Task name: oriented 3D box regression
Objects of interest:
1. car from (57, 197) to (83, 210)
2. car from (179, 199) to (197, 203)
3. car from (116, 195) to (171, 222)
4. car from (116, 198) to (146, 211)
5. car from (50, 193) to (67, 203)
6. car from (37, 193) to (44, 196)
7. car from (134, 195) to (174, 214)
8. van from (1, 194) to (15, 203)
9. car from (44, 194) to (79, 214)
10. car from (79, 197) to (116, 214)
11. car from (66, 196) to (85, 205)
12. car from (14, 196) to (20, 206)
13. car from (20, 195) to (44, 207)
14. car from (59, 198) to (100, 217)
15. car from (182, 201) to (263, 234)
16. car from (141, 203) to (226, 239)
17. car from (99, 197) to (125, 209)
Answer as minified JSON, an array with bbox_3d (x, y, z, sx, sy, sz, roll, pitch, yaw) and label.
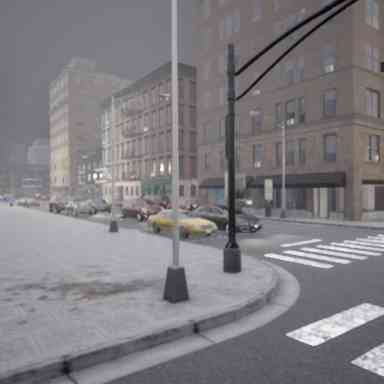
[{"bbox_3d":[-15.870,1.444,42.989,1.882,1.535,5.008,-1,0,-36],"label":"car"},{"bbox_3d":[-0.869,1.367,31.549,1.967,1.590,4.097,-1,0,-36],"label":"car"},{"bbox_3d":[-3.932,1.322,26.425,2.097,1.767,4.553,-1,0,-36],"label":"car"},{"bbox_3d":[-7.514,1.491,40.719,1.947,1.339,4.313,-1,0,-36],"label":"car"},{"bbox_3d":[-27.453,1.236,68.223,2.192,1.841,5.009,-1,0,-36],"label":"car"},{"bbox_3d":[-34.097,1.487,77.393,1.947,1.339,4.313,-1,0,-36],"label":"car"},{"bbox_3d":[-4.193,1.241,36.133,2.192,1.841,5.009,-1,0,-36],"label":"car"},{"bbox_3d":[-37.273,1.324,68.099,1.690,1.788,3.998,-1,0,-36],"label":"van"},{"bbox_3d":[-14.014,1.302,36.009,2.192,1.841,5.009,-1,0,-36],"label":"car"},{"bbox_3d":[-9.851,1.473,34.608,1.837,1.490,4.892,-1,0,-36],"label":"car"},{"bbox_3d":[-20.806,1.473,59.056,2.008,1.369,4.403,-1,0,-36],"label":"car"},{"bbox_3d":[-27.204,1.509,54.209,1.752,1.417,4.829,-1,0,-36],"label":"car"},{"bbox_3d":[-23.981,1.567,49.763,1.802,1.307,4.206,-1,0,-36],"label":"car"},{"bbox_3d":[-10.689,1.539,31.425,2.008,1.369,4.403,-1,0,-36],"label":"car"},{"bbox_3d":[1.747,1.476,18.574,1.837,1.490,4.892,-1,0,-37],"label":"car"},{"bbox_3d":[-0.621,1.516,17.534,1.752,1.417,4.829,-1,0,-36],"label":"car"},{"bbox_3d":[-10.937,1.450,45.440,1.752,1.417,4.829,-1,0,-36],"label":"car"}]
